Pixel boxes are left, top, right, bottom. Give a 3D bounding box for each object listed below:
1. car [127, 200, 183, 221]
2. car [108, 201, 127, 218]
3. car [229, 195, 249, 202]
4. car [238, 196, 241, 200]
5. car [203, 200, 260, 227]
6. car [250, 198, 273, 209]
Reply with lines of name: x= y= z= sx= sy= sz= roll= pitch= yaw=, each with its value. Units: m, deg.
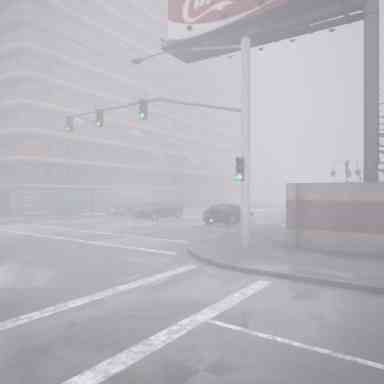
car: x=-2.728 y=1.483 z=27.669 sx=1.882 sy=1.535 sz=5.008 roll=0 pitch=1 yaw=35
car: x=-5.368 y=1.497 z=29.999 sx=2.128 sy=1.511 sz=4.902 roll=0 pitch=0 yaw=35
car: x=10.697 y=1.507 z=75.804 sx=4.181 sy=1.385 sz=1.994 roll=0 pitch=0 yaw=22
car: x=7.632 y=1.512 z=48.428 sx=1.837 sy=1.490 sz=4.892 roll=0 pitch=0 yaw=35
car: x=2.615 y=1.536 z=22.921 sx=1.837 sy=1.490 sz=4.892 roll=0 pitch=0 yaw=35
car: x=9.263 y=1.569 z=44.678 sx=1.994 sy=1.385 sz=4.181 roll=0 pitch=0 yaw=35
